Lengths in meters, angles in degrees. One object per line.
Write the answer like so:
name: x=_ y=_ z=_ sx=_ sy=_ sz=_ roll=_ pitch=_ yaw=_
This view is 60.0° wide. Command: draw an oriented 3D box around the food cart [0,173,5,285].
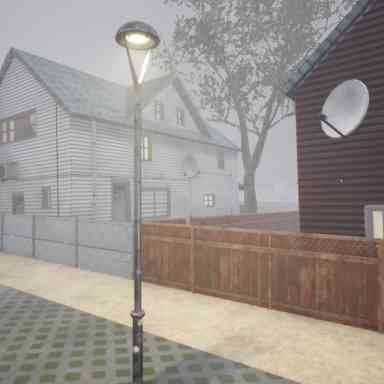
food cart: x=-6.994 y=0.475 z=8.175 sx=4.660 sy=3.560 sz=2.280 roll=-2 pitch=0 yaw=35
